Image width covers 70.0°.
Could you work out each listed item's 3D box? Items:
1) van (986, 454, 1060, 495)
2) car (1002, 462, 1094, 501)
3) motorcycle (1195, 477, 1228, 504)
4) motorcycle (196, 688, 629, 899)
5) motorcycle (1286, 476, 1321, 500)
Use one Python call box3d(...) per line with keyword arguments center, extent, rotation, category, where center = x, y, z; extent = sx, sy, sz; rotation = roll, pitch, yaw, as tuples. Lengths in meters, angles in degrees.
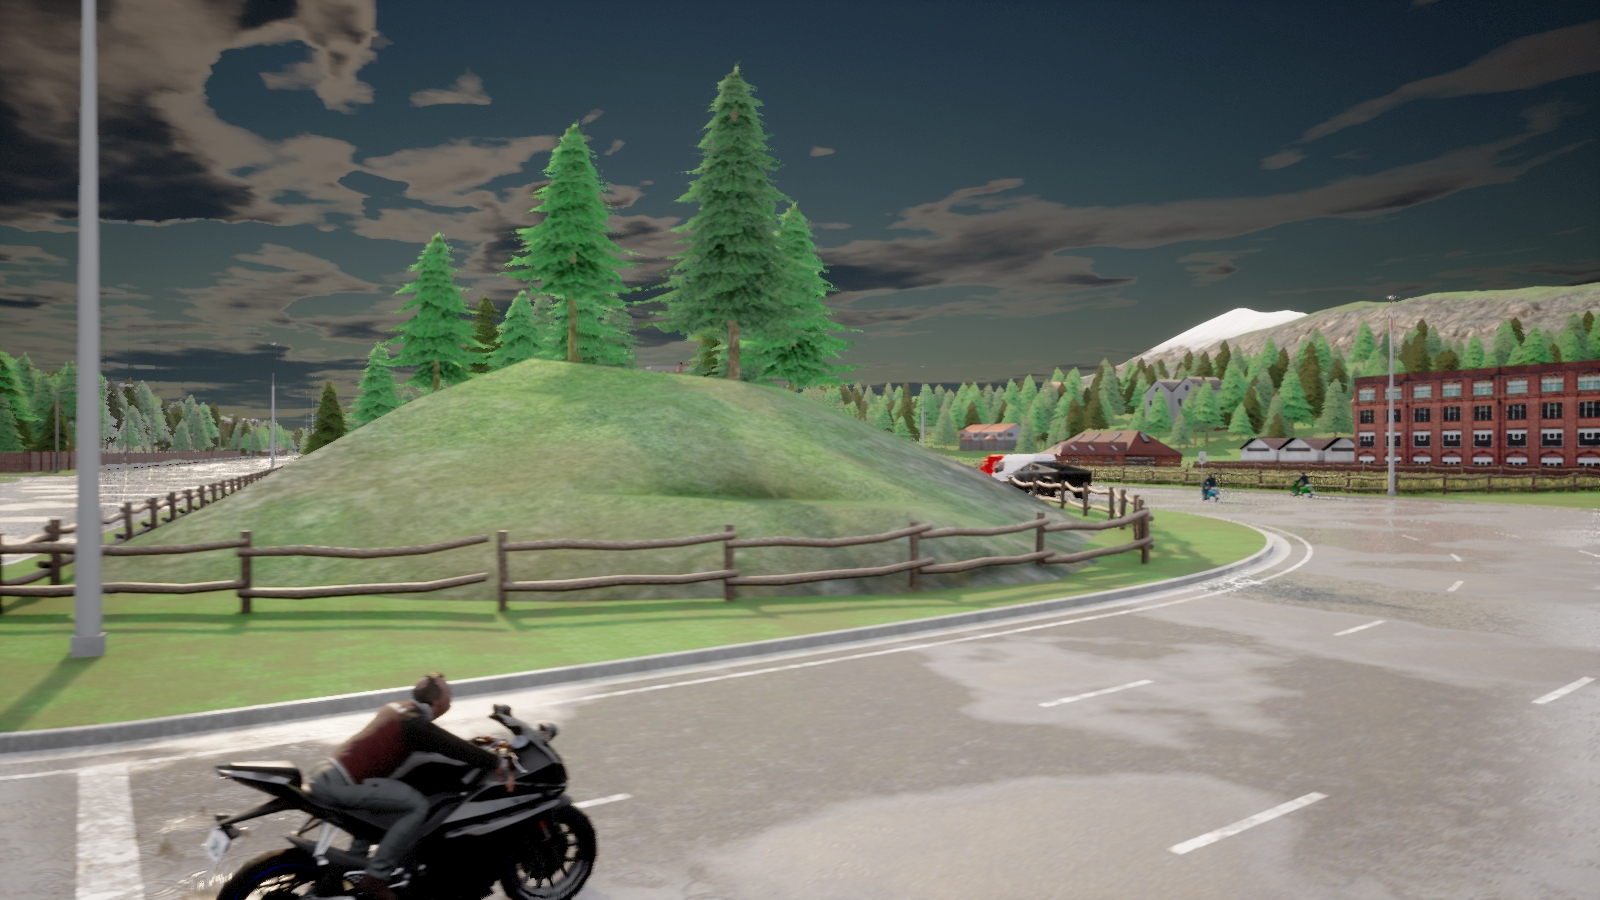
box3d(center=(14.725, 1.570, 75.914), extent=(1.988, 2.561, 5.915), rotation=(0, 0, -21), category="van")
box3d(center=(14.320, 1.785, 66.436), extent=(2.390, 2.098, 6.274), rotation=(0, 0, -19), category="car")
box3d(center=(22.108, 2.175, 61.458), extent=(0.856, 1.316, 1.805), rotation=(-3, 0, -8), category="motorcycle")
box3d(center=(-2.185, 2.207, 6.615), extent=(2.209, 1.251, 0.867), rotation=(0, -1, -37), category="motorcycle")
box3d(center=(29.296, 2.179, 66.543), extent=(0.856, 1.316, 1.805), rotation=(-2, 1, -19), category="motorcycle")
